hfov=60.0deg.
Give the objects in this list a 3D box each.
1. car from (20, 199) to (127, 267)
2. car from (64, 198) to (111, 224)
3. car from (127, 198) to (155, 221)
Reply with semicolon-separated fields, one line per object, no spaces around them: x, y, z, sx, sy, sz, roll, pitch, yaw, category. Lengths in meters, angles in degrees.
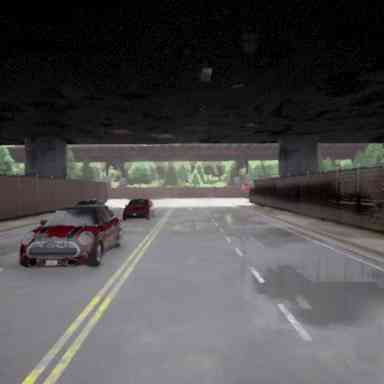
-3.717;1.245;10.991;2.097;1.767;4.553;0;1;-1;car
-7.348;1.269;23.921;1.837;1.490;4.892;0;0;0;car
-3.854;1.208;24.708;1.882;1.535;5.008;0;1;0;car
